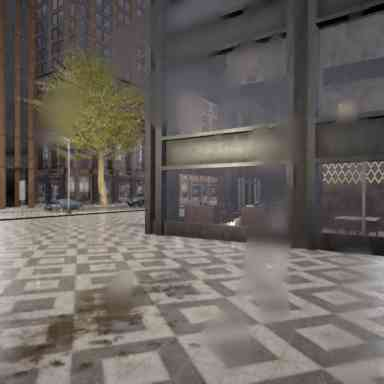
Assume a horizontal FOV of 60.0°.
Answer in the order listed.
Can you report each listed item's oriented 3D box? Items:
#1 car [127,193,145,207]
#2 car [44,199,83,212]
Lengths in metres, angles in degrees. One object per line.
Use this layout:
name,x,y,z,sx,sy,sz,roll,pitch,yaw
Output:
car,-6.916,1.101,48.407,2.150,2.045,5.566,0,0,36
car,-14.514,1.471,37.811,1.994,1.385,4.181,0,0,35
